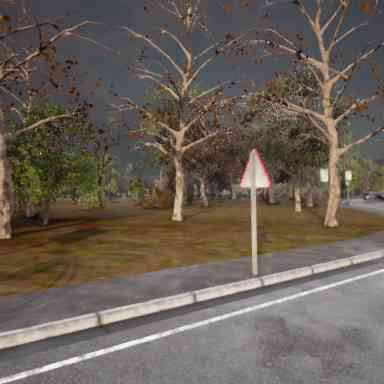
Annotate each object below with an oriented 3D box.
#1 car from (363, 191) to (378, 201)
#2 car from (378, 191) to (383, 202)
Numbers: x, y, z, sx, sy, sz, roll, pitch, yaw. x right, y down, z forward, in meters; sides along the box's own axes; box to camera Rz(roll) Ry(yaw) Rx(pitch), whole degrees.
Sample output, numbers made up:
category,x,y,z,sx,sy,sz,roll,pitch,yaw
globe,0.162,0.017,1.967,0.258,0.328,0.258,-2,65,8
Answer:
category,x,y,z,sx,sy,sz,roll,pitch,yaw
car,28.864,0.610,52.677,4.902,1.511,2.128,-2,1,-40
car,29.125,0.529,48.269,2.097,1.767,4.553,0,1,43
